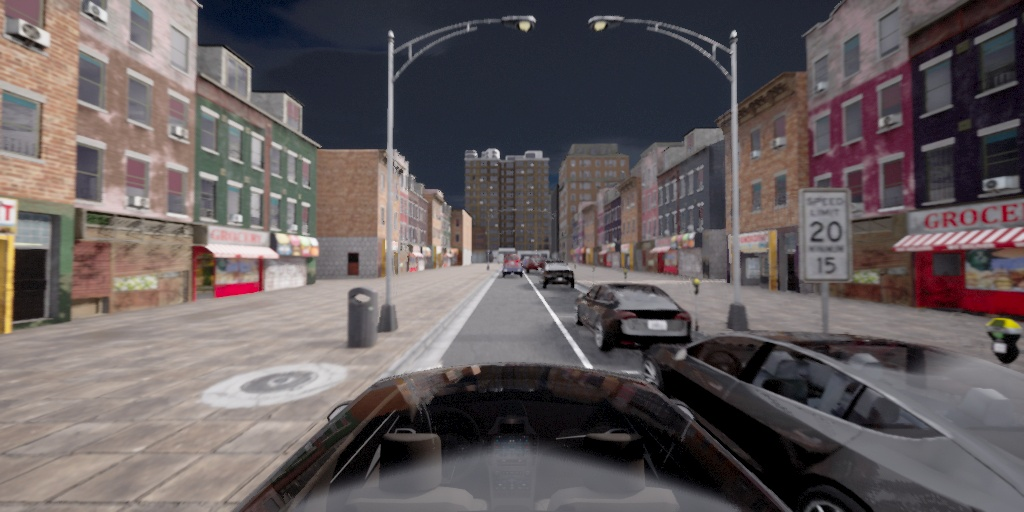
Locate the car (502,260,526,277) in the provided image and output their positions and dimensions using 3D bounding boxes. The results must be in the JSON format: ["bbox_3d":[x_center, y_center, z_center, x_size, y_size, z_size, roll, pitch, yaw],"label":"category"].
[{"bbox_3d":[0.050,1.278,33.573,1.895,1.301,4.718,0,0,0],"label":"car"}]

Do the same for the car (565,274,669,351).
[{"bbox_3d":[2.639,1.288,8.631,1.948,1.339,4.313,0,0,0],"label":"car"}]

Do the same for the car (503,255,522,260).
[{"bbox_3d":[0.018,0.904,45.647,2.150,2.045,5.566,0,0,0],"label":"car"}]

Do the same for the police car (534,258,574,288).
[{"bbox_3d":[2.749,1.112,23.021,1.930,1.638,5.238,0,0,0],"label":"police car"}]

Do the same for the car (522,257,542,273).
[{"bbox_3d":[2.637,0.991,41.255,2.192,1.841,5.009,0,0,0],"label":"car"}]

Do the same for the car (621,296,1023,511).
[{"bbox_3d":[2.639,1.310,3.195,1.948,1.339,4.313,0,0,0],"label":"car"}]
